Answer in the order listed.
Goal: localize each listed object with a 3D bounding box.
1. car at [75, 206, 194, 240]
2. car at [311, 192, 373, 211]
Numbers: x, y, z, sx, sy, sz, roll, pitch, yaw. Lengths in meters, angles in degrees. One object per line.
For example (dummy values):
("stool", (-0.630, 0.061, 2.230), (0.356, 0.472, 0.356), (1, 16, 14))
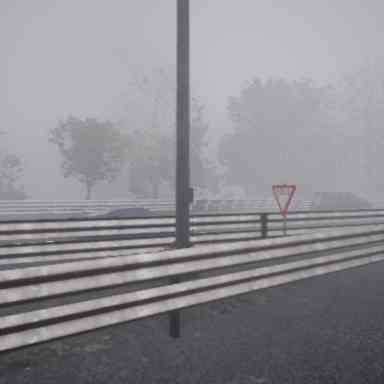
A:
("car", (-2.185, 1.269, 13.072), (4.674, 1.442, 1.812), (0, 0, -26))
("car", (12.546, 1.004, 27.829), (5.566, 2.045, 2.150), (0, 0, -25))
